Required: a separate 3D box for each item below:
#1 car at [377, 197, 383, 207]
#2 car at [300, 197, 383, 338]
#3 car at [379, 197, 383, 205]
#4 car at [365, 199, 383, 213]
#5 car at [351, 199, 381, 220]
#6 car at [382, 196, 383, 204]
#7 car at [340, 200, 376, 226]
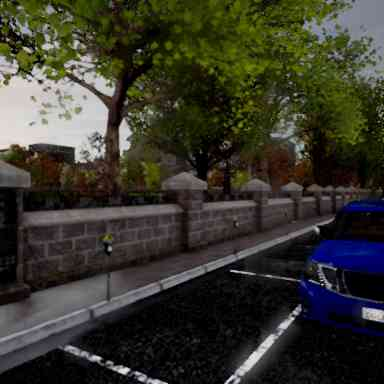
[{"bbox_3d":[30.401,1.540,52.523,1.752,1.417,4.829,0,0,33],"label":"car"},{"bbox_3d":[3.848,1.219,6.568,2.150,2.045,5.566,0,0,33],"label":"car"},{"bbox_3d":[33.545,1.571,57.397,2.008,1.369,4.403,0,0,33],"label":"car"},{"bbox_3d":[21.339,1.556,38.471,2.008,1.369,4.403,0,0,33],"label":"car"},{"bbox_3d":[15.234,1.441,29.008,1.967,1.590,4.097,0,0,33],"label":"car"},{"bbox_3d":[36.504,1.552,61.987,1.752,1.417,4.829,0,0,33],"label":"car"},{"bbox_3d":[12.183,1.439,24.278,1.967,1.590,4.097,0,0,33],"label":"car"}]
